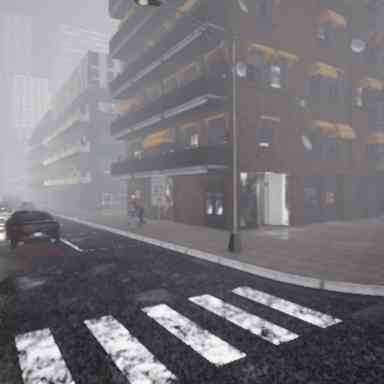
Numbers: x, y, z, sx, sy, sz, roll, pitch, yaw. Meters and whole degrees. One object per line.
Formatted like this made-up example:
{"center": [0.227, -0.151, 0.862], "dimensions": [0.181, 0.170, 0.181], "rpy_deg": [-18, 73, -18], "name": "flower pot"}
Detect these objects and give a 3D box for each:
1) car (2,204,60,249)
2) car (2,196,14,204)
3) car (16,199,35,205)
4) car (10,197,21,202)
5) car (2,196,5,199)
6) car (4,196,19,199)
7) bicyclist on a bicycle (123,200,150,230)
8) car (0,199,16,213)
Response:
{"center": [-7.428, 1.561, 15.356], "dimensions": [1.882, 1.535, 5.008], "rpy_deg": [-1, 0, -32], "name": "car"}
{"center": [-42.889, 1.842, 77.406], "dimensions": [2.192, 1.841, 5.009], "rpy_deg": [-2, 1, -32], "name": "car"}
{"center": [-19.272, 1.804, 39.316], "dimensions": [1.802, 1.307, 4.206], "rpy_deg": [-2, 1, -32], "name": "car"}
{"center": [-25.266, 1.825, 48.983], "dimensions": [1.752, 1.417, 4.829], "rpy_deg": [-2, 1, -32], "name": "car"}
{"center": [-36.987, 1.766, 67.883], "dimensions": [2.192, 1.841, 5.009], "rpy_deg": [-2, 1, -32], "name": "car"}
{"center": [-31.085, 1.689, 58.360], "dimensions": [2.192, 1.841, 5.009], "rpy_deg": [-2, 1, -32], "name": "car"}
{"center": [-3.125, 1.301, 18.850], "dimensions": [1.656, 1.620, 0.582], "rpy_deg": [-1, 0, -32], "name": "bicyclist on a bicycle"}
{"center": [-21.989, 1.835, 38.714], "dimensions": [1.994, 1.385, 4.181], "rpy_deg": [-1, 0, -31], "name": "car"}
